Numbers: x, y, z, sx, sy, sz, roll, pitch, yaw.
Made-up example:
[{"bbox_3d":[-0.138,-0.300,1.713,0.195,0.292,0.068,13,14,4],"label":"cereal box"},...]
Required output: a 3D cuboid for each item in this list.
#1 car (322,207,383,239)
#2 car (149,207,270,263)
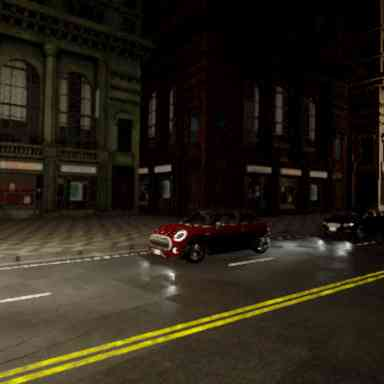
[{"bbox_3d":[9.029,1.602,18.024,4.902,1.511,2.128,1,0,-35],"label":"car"},{"bbox_3d":[0.711,1.384,12.148,4.553,1.767,2.097,1,0,-35],"label":"car"}]
